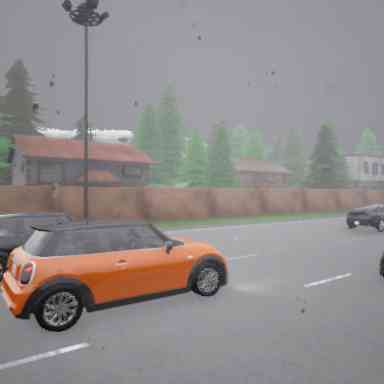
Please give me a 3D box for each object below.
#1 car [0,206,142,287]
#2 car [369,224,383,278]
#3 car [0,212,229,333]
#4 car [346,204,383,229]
[{"bbox_3d":[-3.958,1.353,9.524,4.553,1.767,2.097,0,0,-36],"label":"car"},{"bbox_3d":[6.627,1.571,8.477,4.181,1.385,1.994,0,0,-36],"label":"car"},{"bbox_3d":[-1.377,1.354,7.065,4.553,1.767,2.097,0,0,-35],"label":"car"},{"bbox_3d":[11.439,1.520,20.512,4.892,1.490,1.837,0,0,-36],"label":"car"}]
